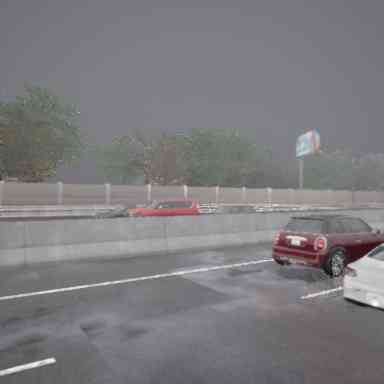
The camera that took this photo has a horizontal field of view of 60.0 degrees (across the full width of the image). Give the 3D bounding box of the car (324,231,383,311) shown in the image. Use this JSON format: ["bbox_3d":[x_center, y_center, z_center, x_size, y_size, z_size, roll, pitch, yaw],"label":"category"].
[{"bbox_3d":[5.017,1.645,6.876,4.674,1.442,1.812,1,-1,-33],"label":"car"}]

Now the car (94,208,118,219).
[{"bbox_3d":[-5.037,1.808,25.639,4.892,1.490,1.837,1,-1,-33],"label":"car"}]

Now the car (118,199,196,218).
[{"bbox_3d":[-2.002,1.516,23.447,5.566,2.045,2.150,1,-1,-33],"label":"car"}]

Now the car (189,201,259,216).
[{"bbox_3d":[2.460,1.656,22.192,4.553,1.767,2.097,1,-1,-33],"label":"car"}]

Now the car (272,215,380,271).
[{"bbox_3d":[4.825,1.523,10.940,4.553,1.767,2.097,1,-1,-33],"label":"car"}]
